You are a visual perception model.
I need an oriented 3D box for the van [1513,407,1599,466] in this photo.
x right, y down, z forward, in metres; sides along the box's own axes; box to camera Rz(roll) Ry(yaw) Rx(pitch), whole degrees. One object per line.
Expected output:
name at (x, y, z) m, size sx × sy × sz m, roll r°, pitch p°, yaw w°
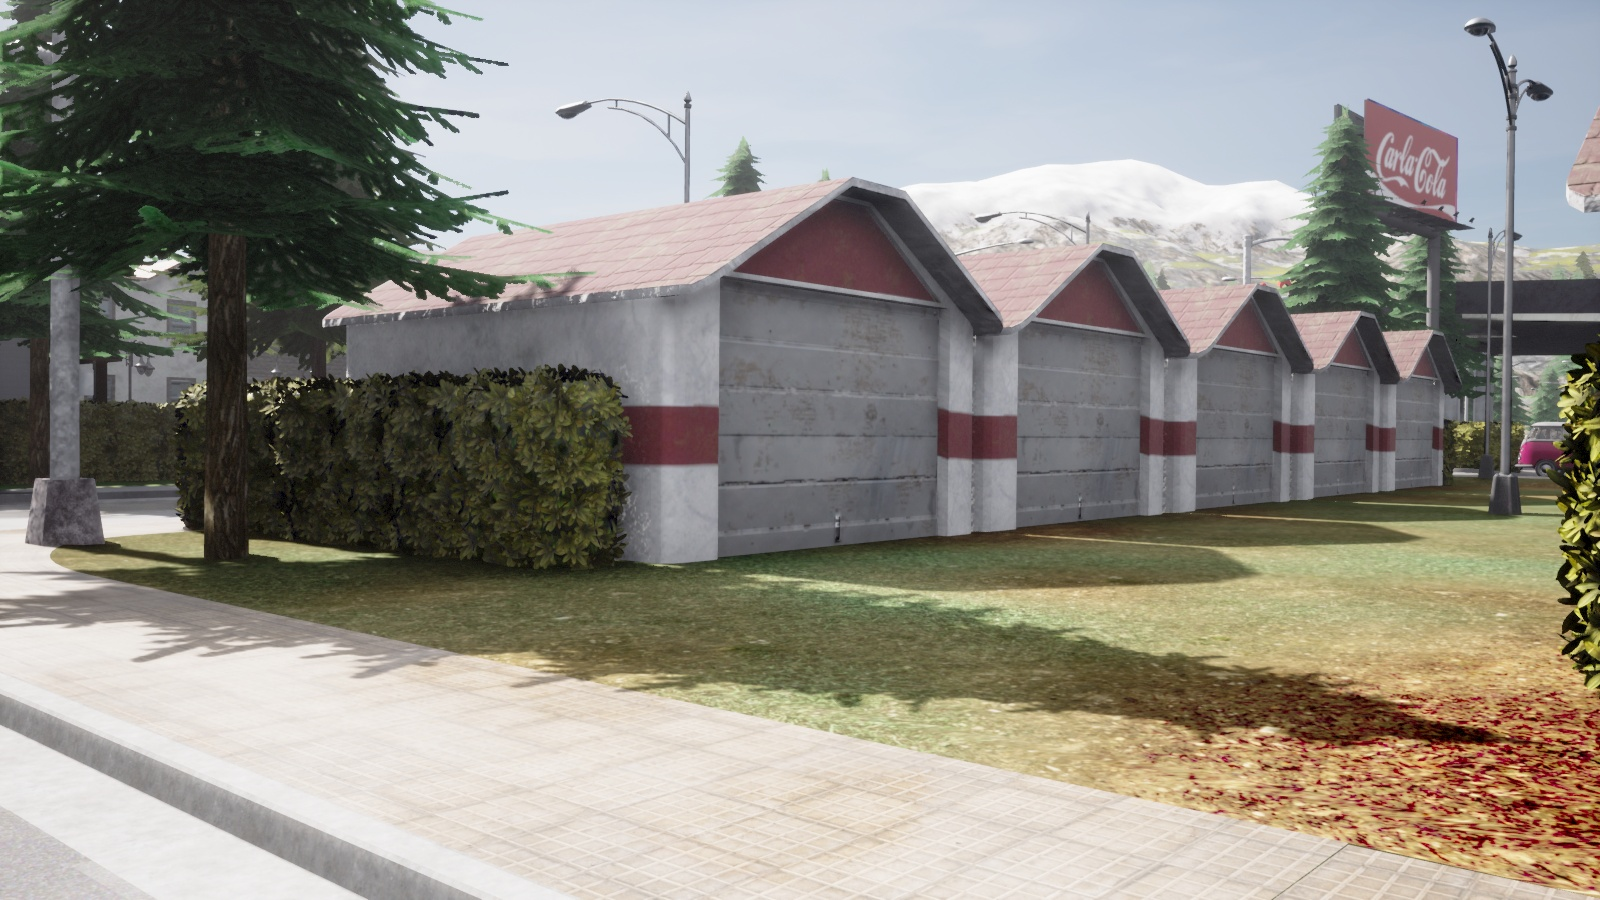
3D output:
van at (27.249, -0.453, 43.202) m, size 4.442 × 1.987 × 1.775 m, roll 1°, pitch 1°, yaw 40°
